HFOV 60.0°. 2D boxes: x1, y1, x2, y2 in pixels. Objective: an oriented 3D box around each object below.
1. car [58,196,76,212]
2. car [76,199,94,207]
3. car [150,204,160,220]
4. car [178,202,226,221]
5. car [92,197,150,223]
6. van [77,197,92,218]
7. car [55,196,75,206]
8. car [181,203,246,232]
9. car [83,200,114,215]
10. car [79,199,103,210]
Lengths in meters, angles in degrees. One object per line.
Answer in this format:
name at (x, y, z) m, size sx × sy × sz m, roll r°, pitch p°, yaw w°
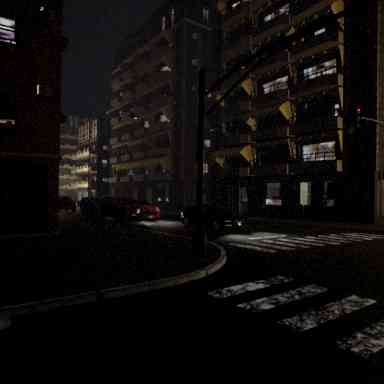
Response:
car at (-15.210, 1.368, 39.091) m, size 2.192 × 1.841 × 5.009 m, roll 1°, pitch -1°, yaw -35°
car at (-18.449, 1.866, 57.292) m, size 1.802 × 1.307 × 4.206 m, roll 1°, pitch -1°, yaw -35°
car at (-4.541, 1.404, 28.296) m, size 2.097 × 1.767 × 4.553 m, roll 1°, pitch -1°, yaw -35°
car at (0.784, 1.686, 30.130) m, size 1.752 × 1.417 × 4.829 m, roll 1°, pitch -1°, yaw -35°
car at (-5.544, 1.310, 25.439) m, size 2.192 × 1.841 × 5.009 m, roll 1°, pitch -1°, yaw -35°
van at (-8.766, 1.354, 29.989) m, size 1.690 × 1.788 × 3.998 m, roll 1°, pitch -1°, yaw -35°
car at (-22.459, 1.599, 58.712) m, size 2.097 × 1.767 × 4.553 m, roll 1°, pitch -1°, yaw -36°
car at (1.190, 1.527, 20.251) m, size 1.837 × 1.490 × 4.892 m, roll 1°, pitch -1°, yaw -36°
car at (-10.251, 1.650, 36.360) m, size 1.994 × 1.385 × 4.181 m, roll 1°, pitch -1°, yaw -35°
car at (-14.493, 1.755, 47.445) m, size 1.994 × 1.385 × 4.181 m, roll 1°, pitch -1°, yaw -35°
